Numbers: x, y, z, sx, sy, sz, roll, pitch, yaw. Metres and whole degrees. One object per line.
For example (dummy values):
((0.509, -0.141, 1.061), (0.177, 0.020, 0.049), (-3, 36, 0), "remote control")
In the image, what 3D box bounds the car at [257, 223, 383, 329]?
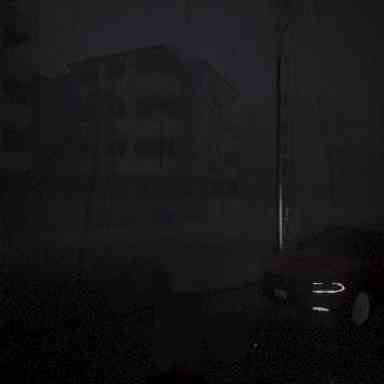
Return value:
((3.564, 1.480, 7.147), (5.008, 1.535, 1.882), (0, 0, -35), "car")
